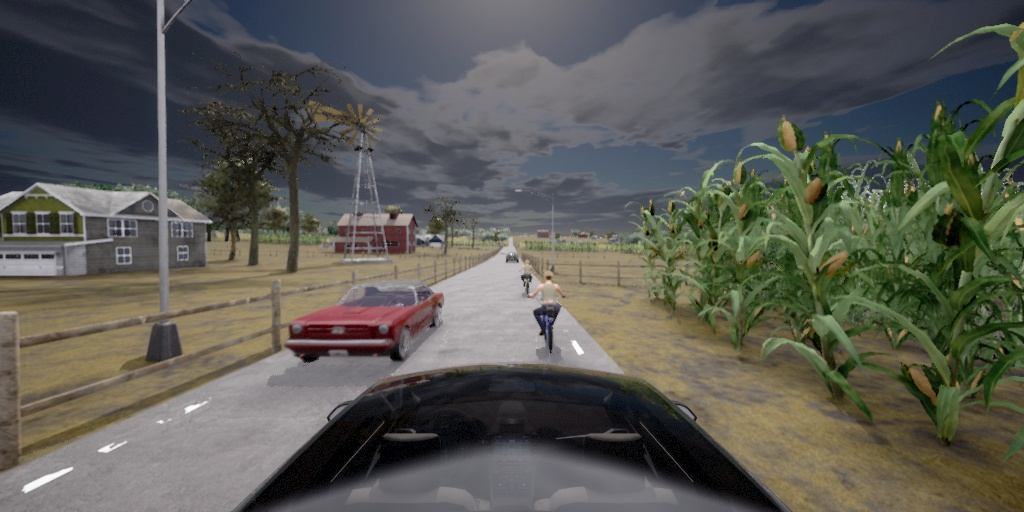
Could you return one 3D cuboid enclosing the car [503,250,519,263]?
[{"bbox_3d":[0.035,0.176,61.116,2.097,1.767,4.553,0,1,0],"label":"car"}]

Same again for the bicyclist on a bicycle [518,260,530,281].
[{"bbox_3d":[0.717,0.977,17.125,0.866,1.612,1.509,0,1,0],"label":"bicyclist on a bicycle"}]

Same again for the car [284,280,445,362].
[{"bbox_3d":[-2.857,1.265,8.097,1.895,1.301,4.718,0,1,0],"label":"car"}]

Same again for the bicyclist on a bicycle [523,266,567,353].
[{"bbox_3d":[0.758,1.107,7.595,0.866,1.612,1.509,0,1,0],"label":"bicyclist on a bicycle"}]
